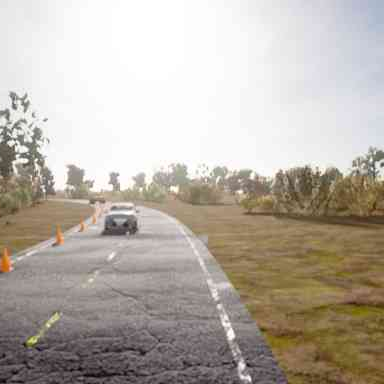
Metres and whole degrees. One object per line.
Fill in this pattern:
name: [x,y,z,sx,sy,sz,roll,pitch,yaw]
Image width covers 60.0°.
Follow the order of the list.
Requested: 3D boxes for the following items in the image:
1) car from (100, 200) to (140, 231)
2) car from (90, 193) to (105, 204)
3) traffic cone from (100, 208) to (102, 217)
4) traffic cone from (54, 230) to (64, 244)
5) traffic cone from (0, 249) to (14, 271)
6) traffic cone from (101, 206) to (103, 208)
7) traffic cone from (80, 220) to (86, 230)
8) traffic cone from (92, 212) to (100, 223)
car: [-4.277,1.457,20.575,2.128,1.511,4.902,0,0,-8]
car: [-17.703,1.205,62.023,2.150,2.045,5.566,0,0,-25]
traffic cone: [-8.010,1.907,28.994,0.340,0.580,0.340,0,0,-12]
traffic cone: [-5.764,1.928,14.442,0.340,0.580,0.340,0,0,-6]
traffic cone: [-5.340,1.937,9.551,0.340,0.580,0.340,0,0,-4]
traffic cone: [-9.081,1.903,33.785,0.340,0.580,0.340,0,0,-14]
traffic cone: [-6.350,1.920,19.316,0.340,0.580,0.340,0,0,-8]
traffic cone: [-7.099,1.913,24.169,0.340,0.580,0.340,0,0,-10]
